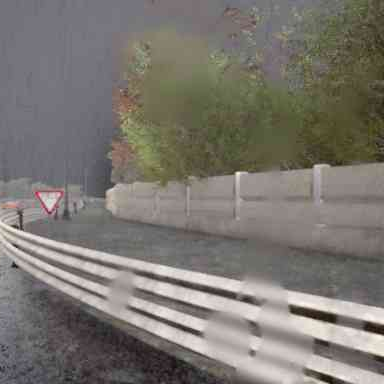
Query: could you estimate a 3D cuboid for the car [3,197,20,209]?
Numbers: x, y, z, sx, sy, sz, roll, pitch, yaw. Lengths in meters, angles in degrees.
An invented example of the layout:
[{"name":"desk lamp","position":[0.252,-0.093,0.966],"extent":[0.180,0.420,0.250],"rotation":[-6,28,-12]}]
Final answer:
[{"name":"car","position":[-32.174,2.144,59.569],"extent":[2.097,1.767,4.553],"rotation":[0,0,-21]}]
